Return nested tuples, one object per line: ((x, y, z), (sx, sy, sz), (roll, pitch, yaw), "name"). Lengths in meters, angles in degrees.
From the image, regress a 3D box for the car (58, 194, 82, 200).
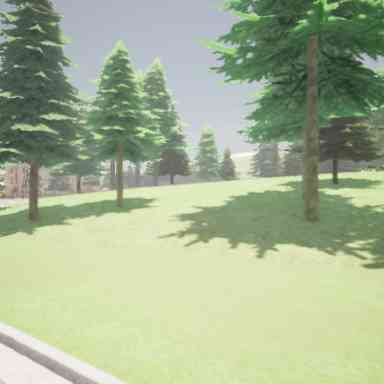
((-25.527, 1.112, 70.957), (1.994, 1.385, 4.181), (0, 0, 35), "car")

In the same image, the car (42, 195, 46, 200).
((-31.258, 1.034, 74.975), (2.128, 1.511, 4.902), (0, 0, 35), "car")

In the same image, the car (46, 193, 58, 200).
((-28.393, 1.074, 72.966), (2.033, 1.411, 5.357), (0, 0, 35), "car")
